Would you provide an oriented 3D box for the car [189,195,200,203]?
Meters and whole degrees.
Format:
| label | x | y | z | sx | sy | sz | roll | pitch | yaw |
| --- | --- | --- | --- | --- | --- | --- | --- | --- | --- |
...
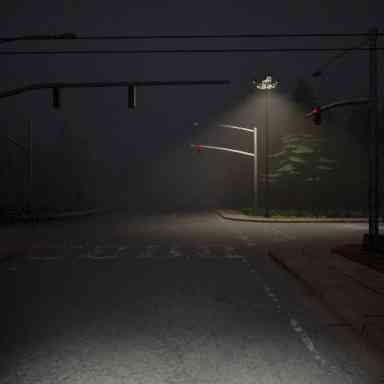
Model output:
| label | x | y | z | sx | sy | sz | roll | pitch | yaw |
| --- | --- | --- | --- | --- | --- | --- | --- | --- | --- |
| car | 0.525 | 1.533 | 71.907 | 2.097 | 1.767 | 4.553 | 0 | 0 | 2 |

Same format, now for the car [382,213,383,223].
| label | x | y | z | sx | sy | sz | roll | pitch | yaw |
| --- | --- | --- | --- | --- | --- | --- | --- | --- | --- |
| car | 15.126 | 1.359 | 21.985 | 4.553 | 1.767 | 2.097 | 0 | 0 | 1 |
